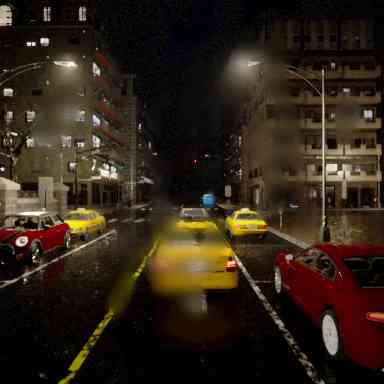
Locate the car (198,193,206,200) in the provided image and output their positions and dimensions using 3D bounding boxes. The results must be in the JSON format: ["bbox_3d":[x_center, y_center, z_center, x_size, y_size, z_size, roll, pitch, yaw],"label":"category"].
[{"bbox_3d":[2.651,1.249,89.007,2.192,1.841,5.009,1,0,0],"label":"car"}]

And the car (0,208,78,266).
[{"bbox_3d":[-5.688,1.442,11.387,1.967,1.590,4.097,1,0,0],"label":"car"}]

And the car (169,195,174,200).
[{"bbox_3d":[-5.733,1.516,89.060,1.802,1.307,4.206,1,0,0],"label":"car"}]

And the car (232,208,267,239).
[{"bbox_3d":[2.688,1.527,17.159,1.752,1.417,4.829,1,0,0],"label":"car"}]

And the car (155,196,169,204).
[{"bbox_3d":[-5.717,1.556,60.705,1.802,1.307,4.206,1,0,0],"label":"car"}]

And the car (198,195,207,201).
[{"bbox_3d":[2.651,1.495,83.336,2.008,1.369,4.403,1,0,0],"label":"car"}]

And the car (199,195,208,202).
[{"bbox_3d":[2.654,1.503,77.665,2.008,1.369,4.403,1,0,0],"label":"car"}]

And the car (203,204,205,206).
[{"bbox_3d":[0.096,1.603,19.616,1.895,1.301,4.718,0,0,0],"label":"car"}]

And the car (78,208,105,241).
[{"bbox_3d":[-5.692,1.527,16.831,1.752,1.417,4.829,1,0,0],"label":"car"}]

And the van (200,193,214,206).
[{"bbox_3d":[2.670,1.321,54.981,1.690,1.788,3.998,1,0,0],"label":"van"}]

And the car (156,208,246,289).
[{"bbox_3d":[0.094,1.458,9.127,1.801,1.575,5.366,0,0,0],"label":"car"}]

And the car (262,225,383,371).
[{"bbox_3d":[2.694,1.546,5.755,1.887,1.381,4.507,1,0,0],"label":"car"}]
